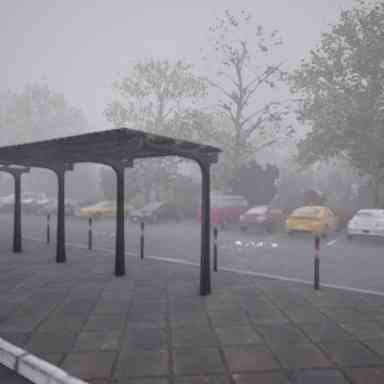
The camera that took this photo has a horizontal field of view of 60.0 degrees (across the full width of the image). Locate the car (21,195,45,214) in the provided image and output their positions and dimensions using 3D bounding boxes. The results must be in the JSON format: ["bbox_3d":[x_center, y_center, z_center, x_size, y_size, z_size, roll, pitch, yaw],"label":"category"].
[{"bbox_3d":[-13.764,1.344,32.376,2.097,1.535,5.008,0,0,35],"label":"car"}]

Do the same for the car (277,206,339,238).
[{"bbox_3d":[6.635,1.496,17.958,2.097,1.535,5.008,0,0,35],"label":"car"}]

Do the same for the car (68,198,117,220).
[{"bbox_3d":[-7.073,1.391,27.417,1.946,1.575,5.366,0,0,35],"label":"car"}]

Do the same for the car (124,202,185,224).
[{"bbox_3d":[-2.448,1.458,24.343,2.163,1.488,4.792,0,0,35],"label":"car"}]

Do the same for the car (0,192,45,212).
[{"bbox_3d":[-18.318,1.059,35.550,2.435,2.045,5.566,0,0,35],"label":"car"}]

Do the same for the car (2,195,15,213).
[{"bbox_3d":[-16.032,1.327,33.977,2.097,1.535,5.008,0,0,35],"label":"car"}]

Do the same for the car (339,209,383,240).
[{"bbox_3d":[8.904,1.554,16.360,2.002,1.452,4.674,0,0,35],"label":"car"}]

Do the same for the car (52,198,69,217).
[{"bbox_3d":[-9.216,1.407,29.194,2.163,1.488,4.792,0,0,35],"label":"car"}]

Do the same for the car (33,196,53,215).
[{"bbox_3d":[-11.496,1.362,30.776,2.231,1.521,4.892,0,0,35],"label":"car"}]

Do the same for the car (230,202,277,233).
[{"bbox_3d":[4.367,1.519,19.562,2.002,1.452,4.674,0,0,35],"label":"car"}]

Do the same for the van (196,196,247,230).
[{"bbox_3d":[2.171,1.236,21.259,1.878,1.987,4.442,0,0,35],"label":"van"}]
